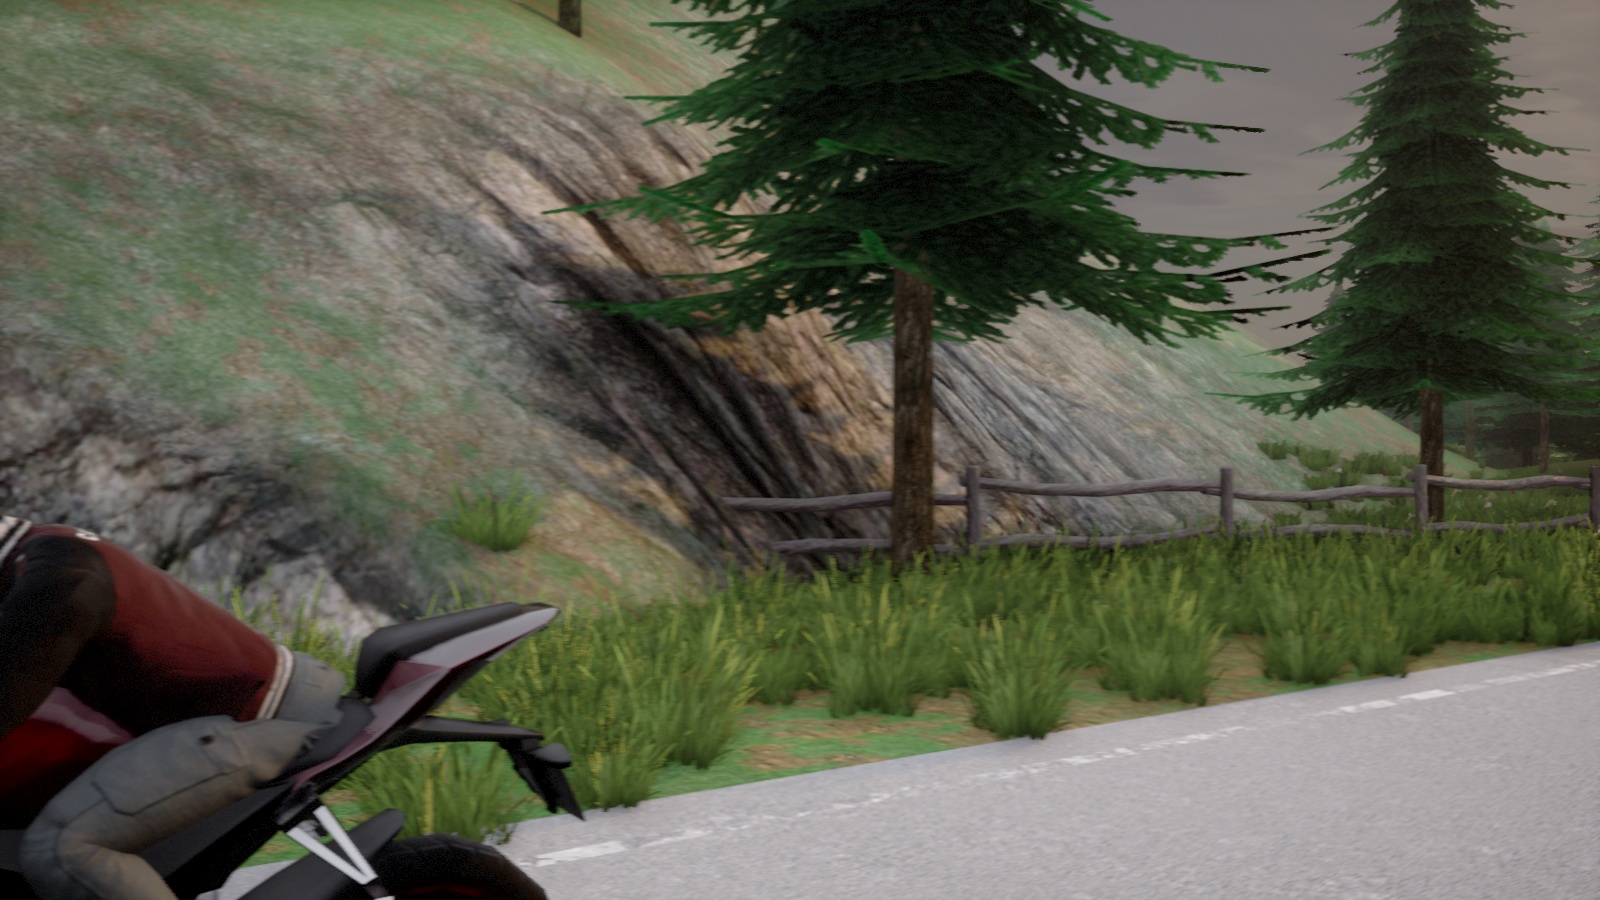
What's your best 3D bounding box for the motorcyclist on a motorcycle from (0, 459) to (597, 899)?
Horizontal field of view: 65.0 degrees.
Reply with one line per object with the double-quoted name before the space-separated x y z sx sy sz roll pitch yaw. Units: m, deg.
"motorcyclist on a motorcycle" -1.553 0.788 2.234 2.191 1.530 0.866 0 0 -34
